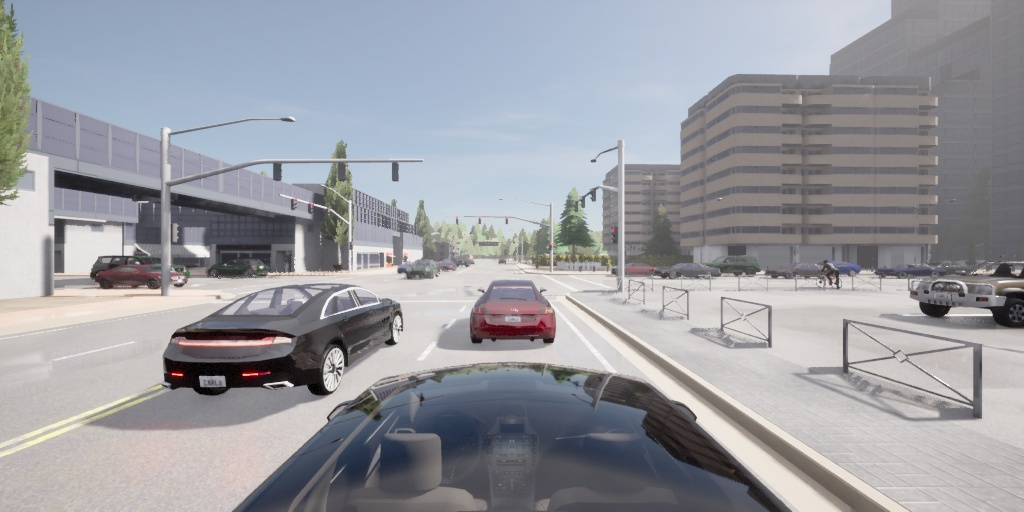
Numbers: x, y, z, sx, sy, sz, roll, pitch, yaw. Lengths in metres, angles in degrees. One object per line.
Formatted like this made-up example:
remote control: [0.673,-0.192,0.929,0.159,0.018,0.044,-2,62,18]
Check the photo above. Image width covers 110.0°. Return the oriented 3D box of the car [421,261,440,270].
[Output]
car: [-11.997,1.351,53.319,1.895,1.301,4.718,0,0,-1]

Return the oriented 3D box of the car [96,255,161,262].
car: [-26.453,0.971,25.594,5.566,2.045,2.150,0,0,-1]

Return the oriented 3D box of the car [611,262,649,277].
car: [11.734,1.314,34.600,4.181,1.385,1.994,0,0,-2]

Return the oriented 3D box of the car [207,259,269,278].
car: [-25.010,1.102,32.746,4.553,1.767,2.097,0,0,-1]

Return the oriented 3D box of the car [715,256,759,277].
car: [21.077,0.971,34.884,5.566,2.045,2.150,0,0,-2]

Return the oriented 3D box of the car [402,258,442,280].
car: [-7.790,1.102,31.429,2.097,1.767,4.553,0,0,-2]

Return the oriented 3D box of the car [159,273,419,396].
car: [-3.476,1.242,6.585,2.128,1.511,4.902,0,0,0]

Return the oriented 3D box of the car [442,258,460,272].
car: [-8.296,1.313,46.134,1.994,1.385,4.181,0,0,-2]

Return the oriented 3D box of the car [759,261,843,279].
car: [25.295,1.297,31.507,5.357,1.411,2.033,0,0,-2]

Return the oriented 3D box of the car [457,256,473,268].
car: [-8.731,0.973,62.949,2.150,2.045,5.566,0,0,-1]

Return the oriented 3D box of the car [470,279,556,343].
car: [0.009,1.314,9.644,1.994,1.385,4.181,0,0,0]

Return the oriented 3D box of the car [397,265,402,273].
car: [-11.636,1.297,41.117,2.033,1.411,5.357,0,0,-2]

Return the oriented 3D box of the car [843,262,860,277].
car: [31.103,1.228,35.178,5.008,1.535,1.882,0,0,-2]

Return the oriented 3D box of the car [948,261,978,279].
car: [42.257,1.256,35.467,4.892,1.490,1.837,0,0,-1]

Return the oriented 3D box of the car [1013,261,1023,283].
car: [43.291,1.314,28.395,4.181,1.385,1.994,0,0,-1]

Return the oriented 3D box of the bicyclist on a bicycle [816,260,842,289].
bicyclist on a bicycle: [17.920,1.052,20.297,0.582,1.620,1.656,0,0,-2]

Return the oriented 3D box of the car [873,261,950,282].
car: [35.158,1.351,31.791,4.718,1.301,1.895,0,0,-2]

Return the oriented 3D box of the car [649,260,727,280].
car: [15.225,1.297,31.204,5.357,1.411,2.033,0,0,-2]

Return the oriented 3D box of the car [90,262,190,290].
car: [-22.895,1.276,22.199,4.674,1.442,1.812,0,0,0]
